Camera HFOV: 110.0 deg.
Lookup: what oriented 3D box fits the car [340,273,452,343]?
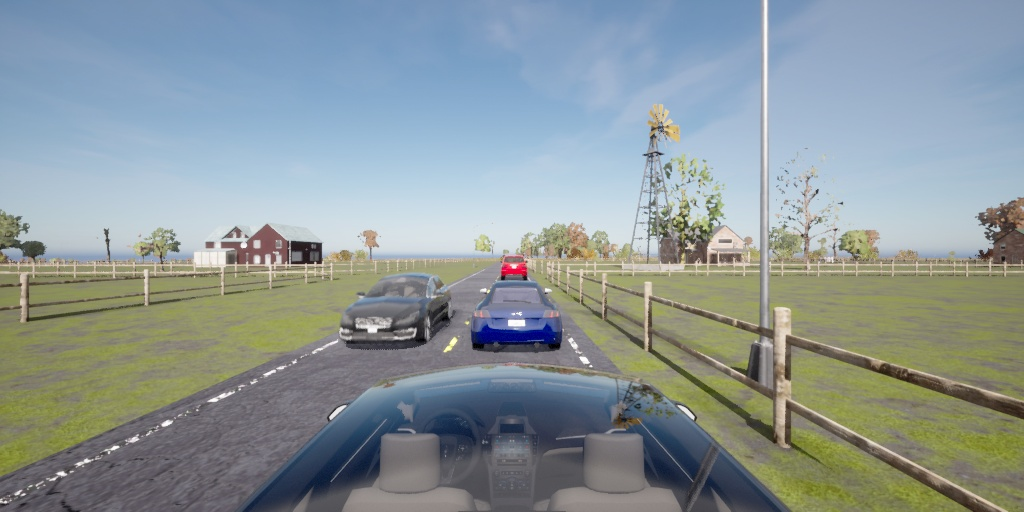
[{"bbox_3d":[-2.828,1.254,9.717,1.837,1.490,4.892,0,0,0],"label":"car"}]

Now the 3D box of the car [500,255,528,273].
[{"bbox_3d":[0.176,0.966,30.720,2.150,2.045,5.566,0,0,0],"label":"car"}]

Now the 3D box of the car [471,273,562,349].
[{"bbox_3d":[0.100,1.313,9.195,1.994,1.385,4.181,0,0,0],"label":"car"}]
